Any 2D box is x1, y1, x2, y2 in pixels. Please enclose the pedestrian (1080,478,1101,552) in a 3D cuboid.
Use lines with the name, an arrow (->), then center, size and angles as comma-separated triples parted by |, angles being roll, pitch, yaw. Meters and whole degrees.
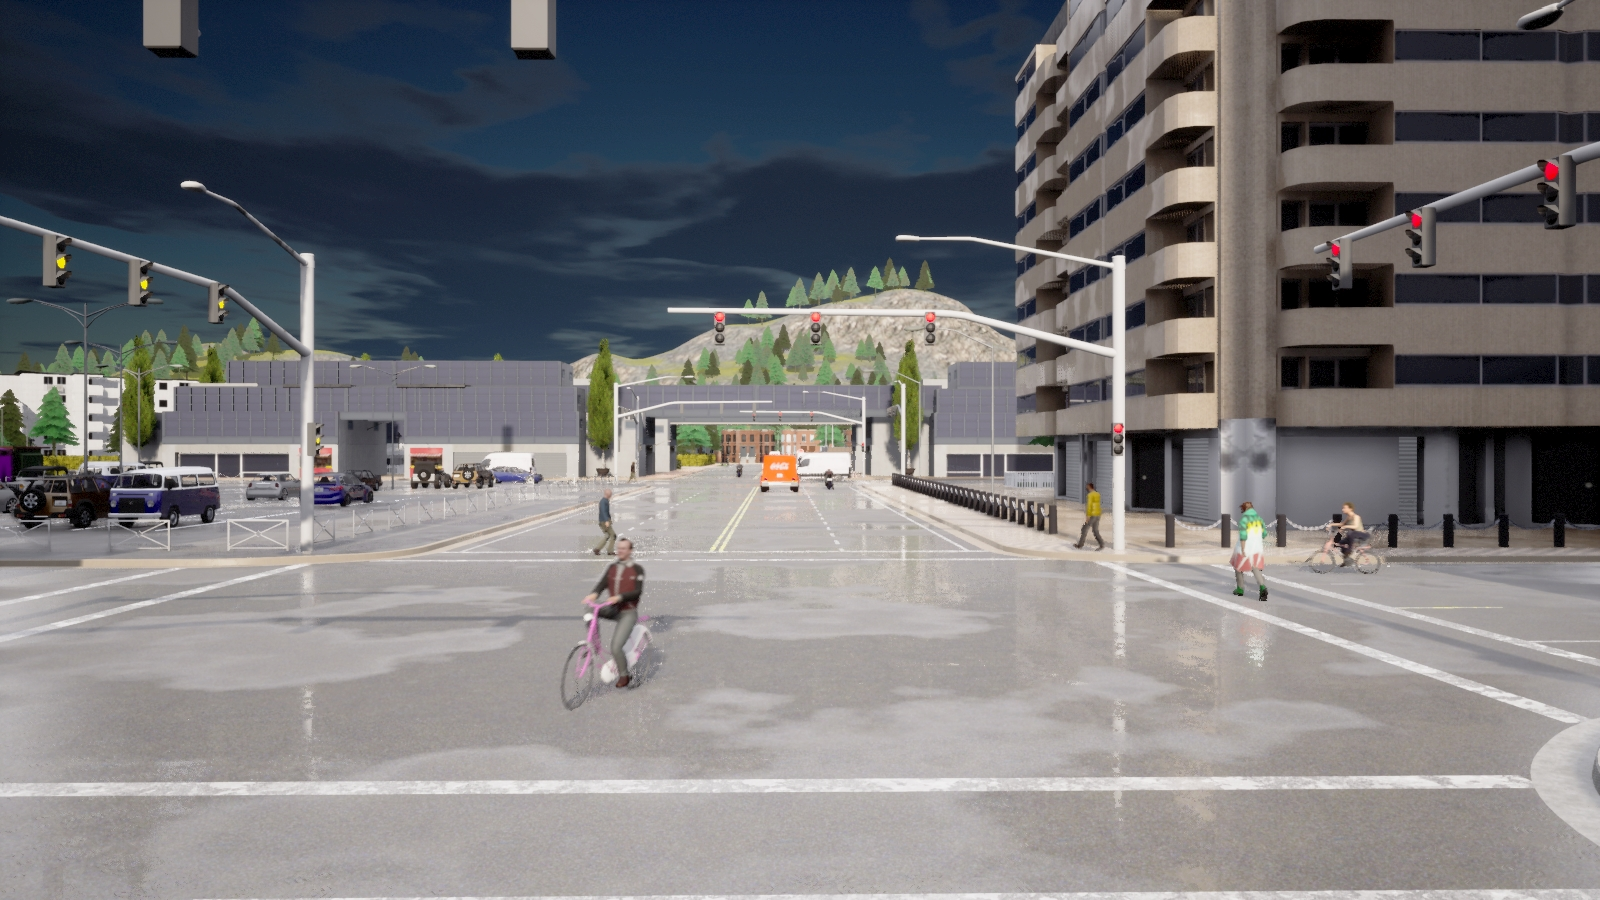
pedestrian -> 7.466, 1.667, 29.391 | 0.375, 1.860, 0.375 | 0, 0, -34

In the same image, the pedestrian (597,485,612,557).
pedestrian -> -5.096, 1.836, 29.762 | 0.375, 1.860, 0.375 | 0, 0, -8

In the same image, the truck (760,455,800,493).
truck -> -1.366, 1.564, 77.071 | 2.627, 2.467, 5.204 | 0, 0, -1

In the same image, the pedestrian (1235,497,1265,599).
pedestrian -> 8.370, 1.804, 21.245 | 0.375, 1.860, 0.375 | 0, 0, -14

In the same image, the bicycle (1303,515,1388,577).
bicycle -> 11.992, 2.102, 25.142 | 1.487, 1.276, 0.859 | 0, 0, 6

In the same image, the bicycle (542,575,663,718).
bicycle -> -2.156, 2.132, 12.708 | 0.329, 1.271, 1.835 | 2, 1, 24
